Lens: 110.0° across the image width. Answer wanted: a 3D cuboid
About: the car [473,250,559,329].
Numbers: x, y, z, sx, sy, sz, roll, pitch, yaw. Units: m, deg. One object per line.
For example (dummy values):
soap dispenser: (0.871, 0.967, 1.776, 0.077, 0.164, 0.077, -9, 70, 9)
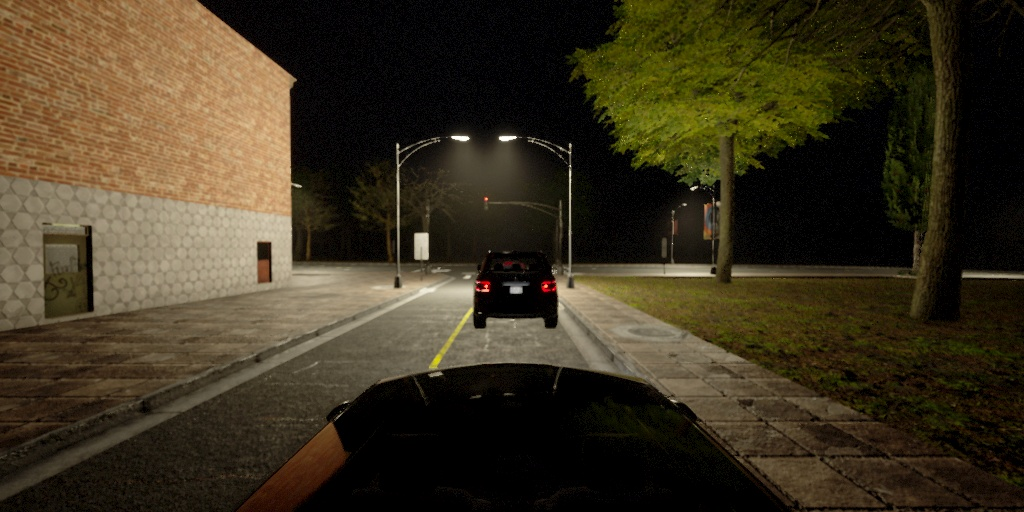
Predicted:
car: (0.082, 0.847, 10.911, 2.150, 2.045, 5.566, 0, 1, 0)
